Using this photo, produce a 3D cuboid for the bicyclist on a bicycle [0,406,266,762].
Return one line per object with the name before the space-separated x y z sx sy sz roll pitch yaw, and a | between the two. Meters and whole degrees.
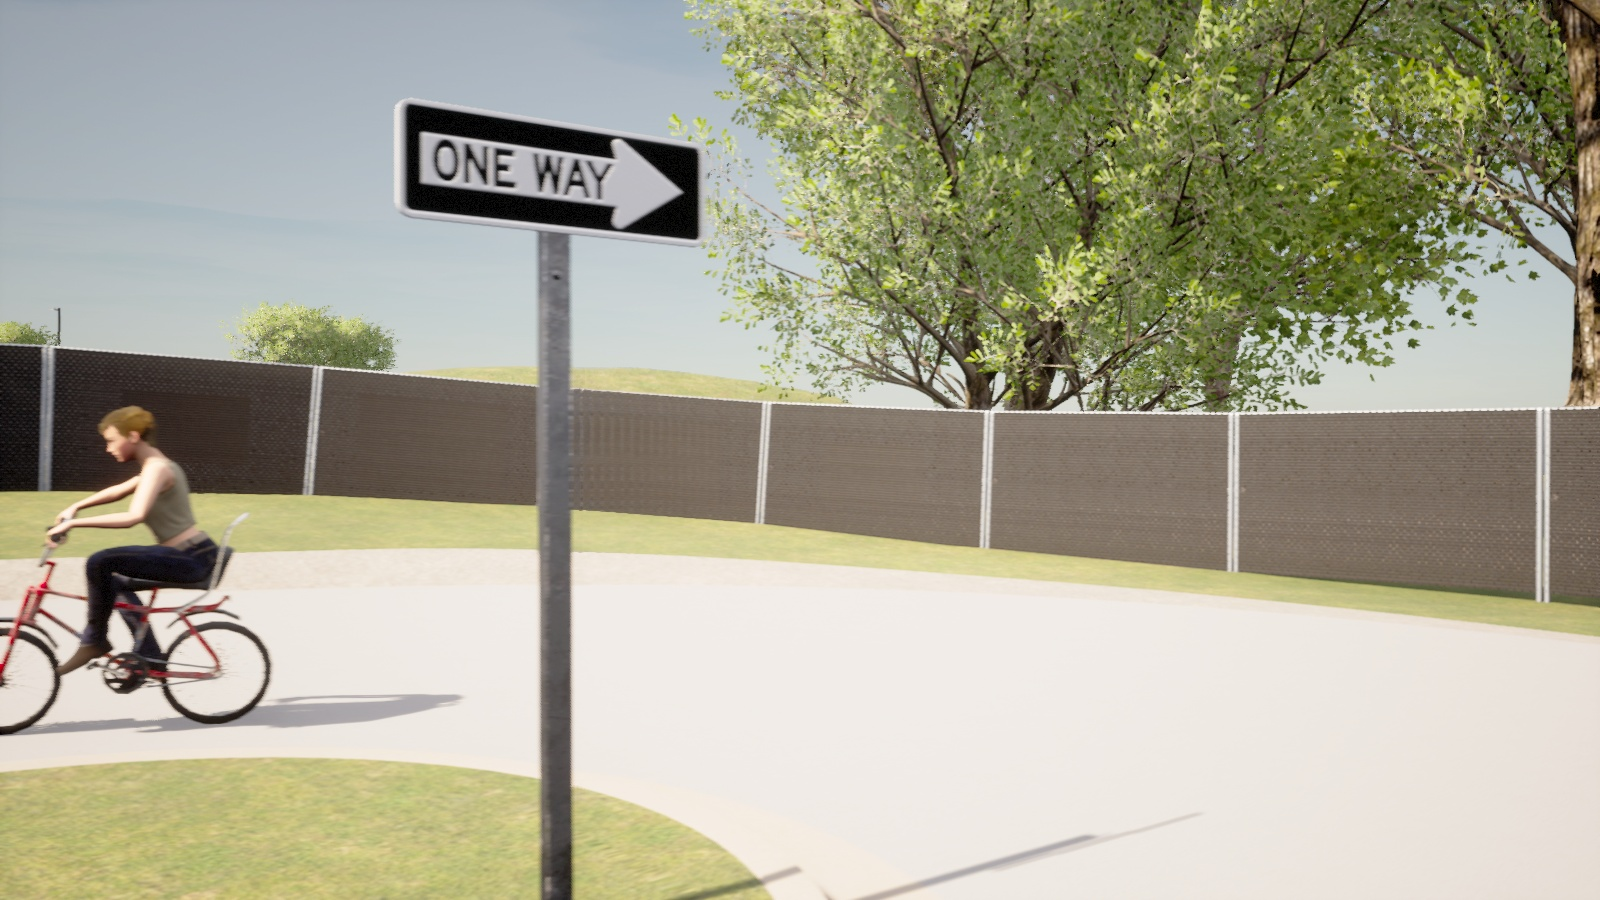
bicyclist on a bicycle | -3.489 0.602 6.208 1.509 1.612 0.866 0 2 -20
